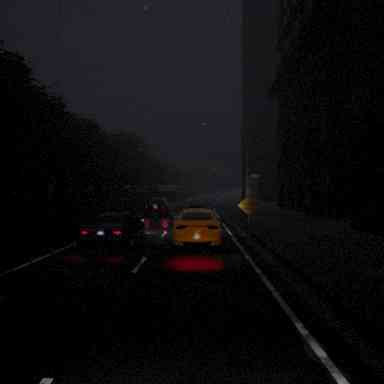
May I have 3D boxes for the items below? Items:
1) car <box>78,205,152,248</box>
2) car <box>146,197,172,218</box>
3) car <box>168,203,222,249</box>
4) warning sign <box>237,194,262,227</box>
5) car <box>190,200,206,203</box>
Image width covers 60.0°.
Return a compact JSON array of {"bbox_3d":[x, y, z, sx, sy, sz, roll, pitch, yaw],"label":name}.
[{"bbox_3d":[-3.272,1.539,14.582,2.033,1.411,5.357,0,0,1],"label":"car"},{"bbox_3d":[-2.961,1.287,29.533,2.097,1.767,4.553,0,0,2],"label":"car"},{"bbox_3d":[0.228,1.462,14.513,1.882,1.535,5.008,0,0,1],"label":"car"},{"bbox_3d":[3.382,1.076,19.664,1.300,1.860,1.060,0,0,1],"label":"warning sign"},{"bbox_3d":[0.538,1.406,29.466,1.882,1.535,5.008,0,0,2],"label":"car"}]
